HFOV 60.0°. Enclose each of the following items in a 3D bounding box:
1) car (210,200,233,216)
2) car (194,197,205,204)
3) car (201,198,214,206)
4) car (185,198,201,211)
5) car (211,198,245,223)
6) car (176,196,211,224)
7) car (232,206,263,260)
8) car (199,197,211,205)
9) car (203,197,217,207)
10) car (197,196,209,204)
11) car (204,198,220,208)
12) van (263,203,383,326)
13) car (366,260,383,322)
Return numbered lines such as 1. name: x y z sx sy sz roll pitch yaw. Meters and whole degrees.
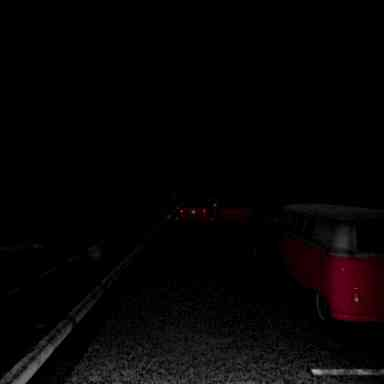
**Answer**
1. car: 3.000 1.610 34.680 2.002 1.452 4.674 0 0 0
2. car: 1.805 1.963 78.943 2.163 1.488 4.792 0 -1 -5
3. car: 2.880 1.785 62.181 2.002 1.452 4.674 0 -1 -1
4. car: 0.103 1.604 42.952 1.882 1.535 5.008 0 0 0
5. car: 2.999 1.418 29.004 2.185 1.767 4.553 0 0 0
6. car: 0.102 1.399 24.994 2.097 1.767 4.553 0 0 0
7. car: 2.999 1.493 12.466 2.231 1.521 4.892 0 0 0
8. car: 2.649 1.807 67.724 2.097 1.535 5.008 0 -1 -2
9. car: 2.993 1.688 56.634 2.231 1.521 4.892 0 0 0
10. car: 2.301 1.744 73.238 2.185 1.767 4.553 0 -1 -4
11. car: 3.001 1.648 51.114 2.231 1.521 4.892 0 0 0
12. van: 2.998 1.258 7.069 1.878 1.987 4.442 0 0 0
13. car: 2.997 1.521 1.426 2.002 1.452 4.674 0 0 0
